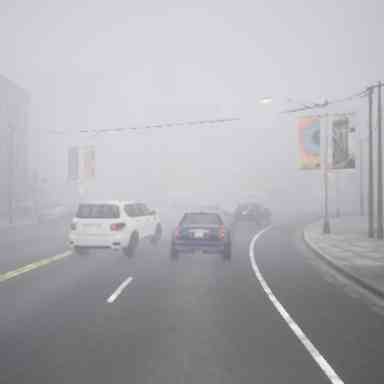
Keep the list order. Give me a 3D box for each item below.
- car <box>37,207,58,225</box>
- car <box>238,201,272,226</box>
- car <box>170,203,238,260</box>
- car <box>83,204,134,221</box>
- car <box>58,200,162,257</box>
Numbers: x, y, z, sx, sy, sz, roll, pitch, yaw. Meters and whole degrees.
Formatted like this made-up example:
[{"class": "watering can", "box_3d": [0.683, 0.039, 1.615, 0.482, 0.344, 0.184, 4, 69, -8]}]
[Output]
[{"class": "car", "box_3d": [-9.915, 1.764, 26.106, 2.002, 1.452, 4.674, 0, -1, 20]}, {"class": "car", "box_3d": [4.761, 1.593, 25.856, 2.097, 1.767, 4.553, 0, -1, 27]}, {"class": "car", "box_3d": [0.592, 1.474, 13.200, 2.097, 1.767, 4.553, 0, -1, 10]}, {"class": "car", "box_3d": [-7.753, 1.889, 31.412, 1.895, 1.301, 4.718, 0, -1, 30]}, {"class": "car", "box_3d": [-2.877, 1.346, 13.720, 2.150, 2.045, 5.566, 0, 0, 9]}]
